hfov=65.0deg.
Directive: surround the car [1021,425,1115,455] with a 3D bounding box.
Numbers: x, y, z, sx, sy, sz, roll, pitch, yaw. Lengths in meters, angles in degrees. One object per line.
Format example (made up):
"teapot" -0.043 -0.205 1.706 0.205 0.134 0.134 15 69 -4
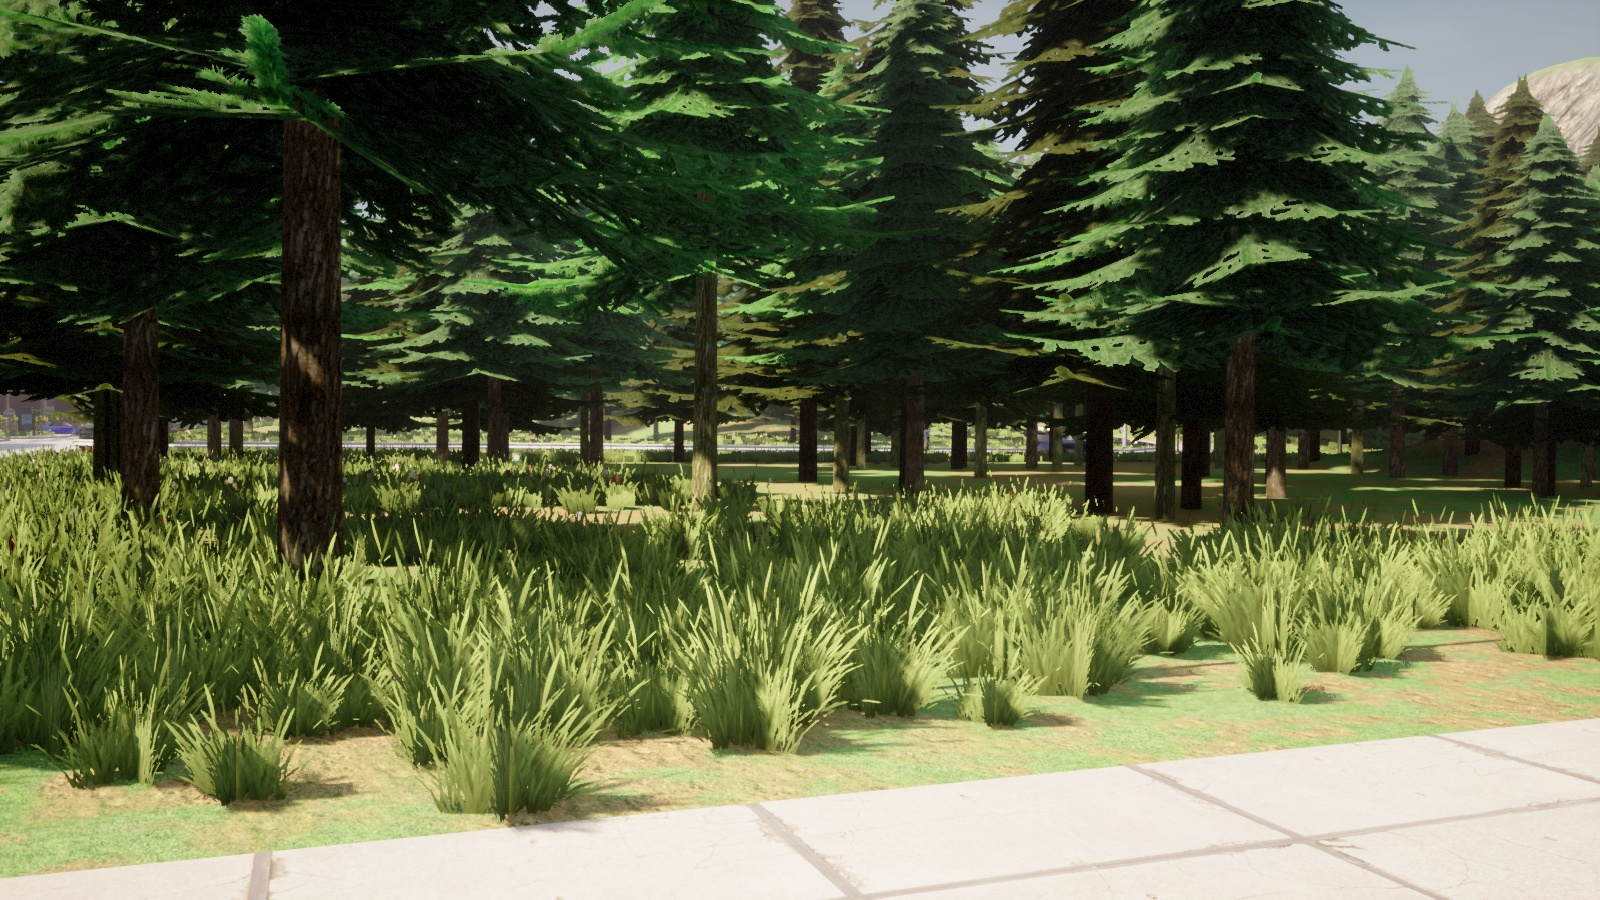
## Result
"car" 15.093 -0.577 70.702 4.856 1.649 2.033 -1 1 -22
